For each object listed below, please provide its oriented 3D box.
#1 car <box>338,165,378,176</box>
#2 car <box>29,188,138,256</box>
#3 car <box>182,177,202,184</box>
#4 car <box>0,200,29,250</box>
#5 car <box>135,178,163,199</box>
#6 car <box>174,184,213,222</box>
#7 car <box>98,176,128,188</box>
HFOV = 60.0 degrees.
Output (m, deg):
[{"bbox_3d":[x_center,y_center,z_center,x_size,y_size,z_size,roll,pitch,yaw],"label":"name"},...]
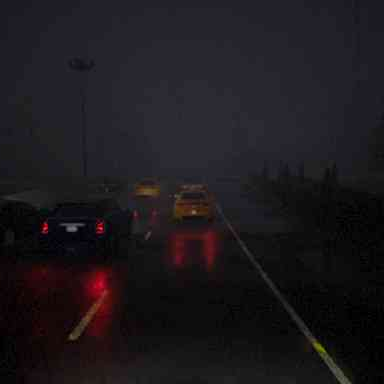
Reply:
[{"bbox_3d":[25.562,-3.208,50.642,5.008,1.535,1.882,0,7,1],"label":"car"},{"bbox_3d":[-3.406,0.939,11.549,2.097,1.767,4.553,0,4,0],"label":"car"},{"bbox_3d":[0.008,-0.727,31.046,1.895,1.301,4.718,0,7,0],"label":"car"},{"bbox_3d":[-6.906,1.019,12.272,1.882,1.535,5.008,0,4,0],"label":"car"},{"bbox_3d":[-3.473,-0.373,27.022,1.882,1.535,5.008,0,7,0],"label":"car"},{"bbox_3d":[0.074,0.603,17.824,1.882,1.535,5.008,0,4,0],"label":"car"},{"bbox_3d":[-6.987,-0.671,29.621,2.128,1.511,4.902,0,7,0],"label":"car"}]
